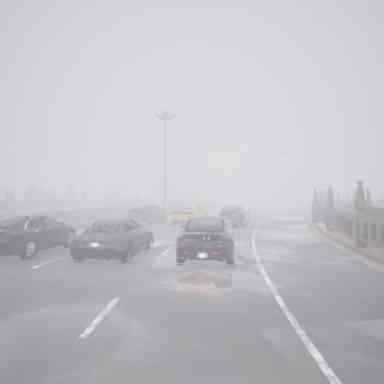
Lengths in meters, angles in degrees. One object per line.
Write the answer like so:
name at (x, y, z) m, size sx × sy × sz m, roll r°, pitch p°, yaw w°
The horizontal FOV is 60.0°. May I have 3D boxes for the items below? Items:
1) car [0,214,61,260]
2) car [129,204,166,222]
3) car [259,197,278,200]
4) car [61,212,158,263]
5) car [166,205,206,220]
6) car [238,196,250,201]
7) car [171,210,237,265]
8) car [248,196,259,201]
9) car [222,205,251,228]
car at (-6.331, 1.622, 13.040) m, size 1.837 × 1.490 × 4.892 m, roll 0°, pitch 0°, yaw 7°
car at (-3.518, 1.757, 26.951) m, size 1.837 × 1.490 × 4.892 m, roll 0°, pitch 0°, yaw 16°
car at (17.849, 2.085, 75.054) m, size 4.553 × 1.767 × 2.097 m, roll 1°, pitch -1°, yaw -44°
car at (-2.853, 1.680, 12.633) m, size 1.994 × 1.385 × 4.181 m, roll 0°, pitch 0°, yaw 7°
car at (-0.089, 1.725, 26.191) m, size 1.882 × 1.535 × 5.008 m, roll 0°, pitch 0°, yaw 16°
car at (13.422, 1.986, 80.482) m, size 5.566 × 2.045 × 2.150 m, roll 1°, pitch -1°, yaw -44°
car at (0.619, 1.625, 12.199) m, size 1.837 × 1.490 × 4.892 m, roll 0°, pitch 0°, yaw 7°
car at (15.635, 2.298, 77.766) m, size 4.181 × 1.385 × 1.994 m, roll 1°, pitch -1°, yaw -44°
car at (3.226, 1.749, 25.077) m, size 1.837 × 1.490 × 4.892 m, roll 0°, pitch 0°, yaw 16°
